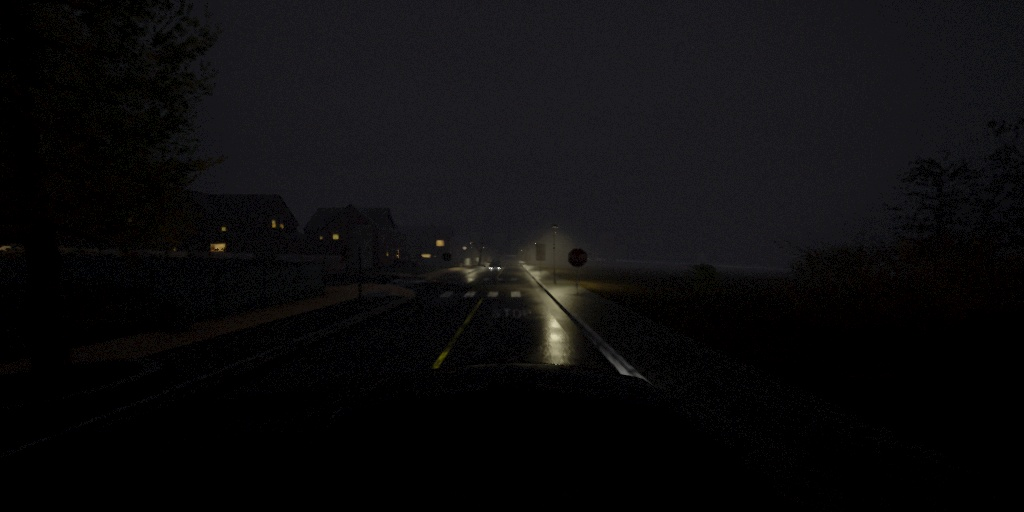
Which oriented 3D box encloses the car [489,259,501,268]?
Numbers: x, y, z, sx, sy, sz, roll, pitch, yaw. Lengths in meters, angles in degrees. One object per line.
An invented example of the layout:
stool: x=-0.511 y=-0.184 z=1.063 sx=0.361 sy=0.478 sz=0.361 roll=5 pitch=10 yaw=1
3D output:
car: x=-2.751 y=1.241 z=60.320 sx=2.033 sy=1.411 sz=5.357 roll=0 pitch=0 yaw=0
